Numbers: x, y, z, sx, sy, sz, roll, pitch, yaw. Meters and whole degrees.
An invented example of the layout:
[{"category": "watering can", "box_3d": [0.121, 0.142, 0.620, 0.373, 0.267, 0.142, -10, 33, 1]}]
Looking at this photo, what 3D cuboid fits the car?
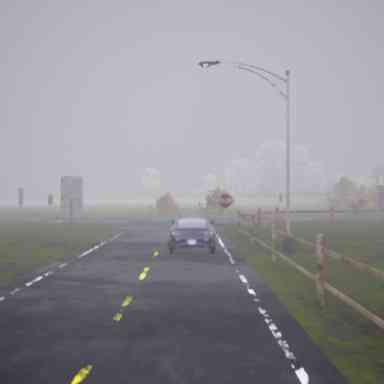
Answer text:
[{"category": "car", "box_3d": [0.009, 1.660, 14.371, 1.812, 1.442, 4.674, 0, 0, 0]}]
